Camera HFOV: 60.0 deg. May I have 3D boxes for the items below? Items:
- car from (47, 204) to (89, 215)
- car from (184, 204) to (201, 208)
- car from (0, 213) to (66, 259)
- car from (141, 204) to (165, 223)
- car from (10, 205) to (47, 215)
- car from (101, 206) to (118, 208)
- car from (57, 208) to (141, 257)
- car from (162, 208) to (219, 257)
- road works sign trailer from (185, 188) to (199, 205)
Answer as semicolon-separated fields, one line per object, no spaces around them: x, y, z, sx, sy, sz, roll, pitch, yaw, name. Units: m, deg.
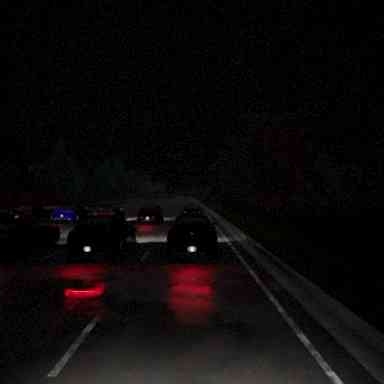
-10.466;1.791;29.229;1.882;1.535;5.008;0;0;0;car
0.027;1.798;28.487;2.128;1.511;4.902;0;0;0;car
-6.982;1.744;13.232;1.895;1.301;4.718;0;-1;0;car
-3.473;1.812;28.492;1.837;1.490;4.892;0;0;0;car
-13.968;1.835;28.891;1.812;1.442;4.674;0;0;1;car
-6.970;1.869;28.398;1.994;1.385;4.181;0;-1;0;car
-3.479;1.653;13.505;1.837;1.490;4.892;0;0;0;car
0.022;1.653;13.507;1.837;1.490;4.892;0;0;0;car
-0.064;1.069;56.591;2.380;3.560;2.880;0;-1;0;road works sign trailer
